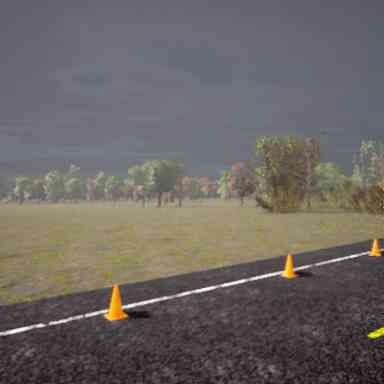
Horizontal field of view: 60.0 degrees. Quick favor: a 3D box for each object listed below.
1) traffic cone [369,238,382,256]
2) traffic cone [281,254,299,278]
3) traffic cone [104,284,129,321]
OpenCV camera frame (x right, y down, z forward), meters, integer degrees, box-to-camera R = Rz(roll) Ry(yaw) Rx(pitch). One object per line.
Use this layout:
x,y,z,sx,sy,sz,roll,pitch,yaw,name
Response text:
6.601,1.967,11.951,0.340,0.580,0.340,0,0,-37,traffic cone
2.632,1.963,8.969,0.340,0.580,0.340,0,0,-37,traffic cone
-1.371,1.962,6.031,0.340,0.580,0.340,0,0,-36,traffic cone
